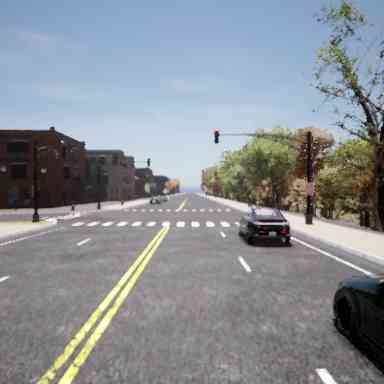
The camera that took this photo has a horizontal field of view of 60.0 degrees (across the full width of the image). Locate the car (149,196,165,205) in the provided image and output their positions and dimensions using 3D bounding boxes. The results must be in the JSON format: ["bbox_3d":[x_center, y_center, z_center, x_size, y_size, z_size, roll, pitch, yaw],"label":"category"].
[{"bbox_3d":[-6.582,1.479,60.067,2.128,1.511,4.902,0,0,0],"label":"car"}]

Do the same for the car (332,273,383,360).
[{"bbox_3d":[3.353,1.563,3.926,1.994,1.385,4.181,0,0,0],"label":"car"}]

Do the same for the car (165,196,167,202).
[{"bbox_3d":[-6.586,1.526,75.511,2.033,1.411,5.357,0,0,0],"label":"car"}]

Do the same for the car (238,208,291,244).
[{"bbox_3d":[3.348,1.487,15.928,2.128,1.511,4.902,0,0,2],"label":"car"}]
